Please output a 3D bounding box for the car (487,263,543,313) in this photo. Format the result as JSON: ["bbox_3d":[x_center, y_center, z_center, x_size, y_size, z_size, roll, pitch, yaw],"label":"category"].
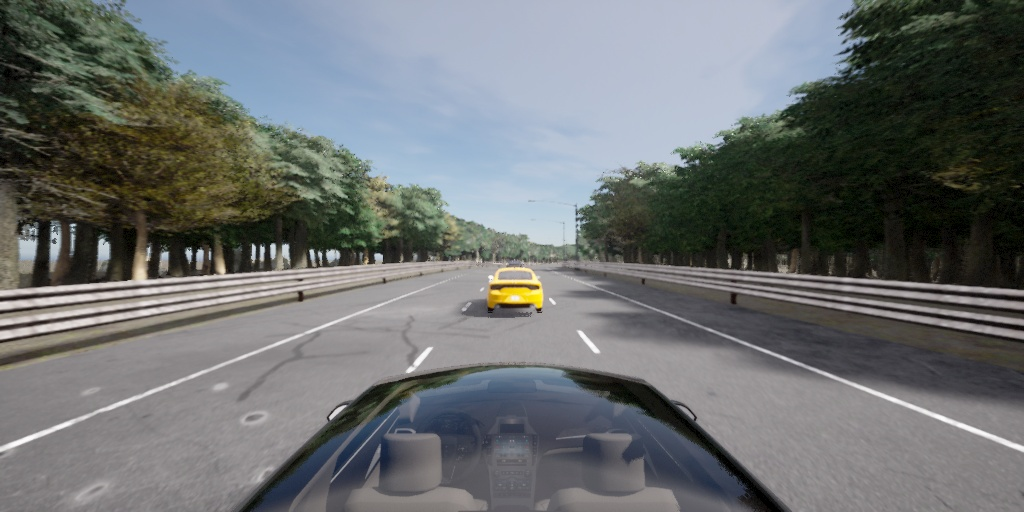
[{"bbox_3d":[0.100,1.183,13.851,1.882,1.535,5.008,0,0,0],"label":"car"}]

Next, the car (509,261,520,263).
[{"bbox_3d":[0.345,1.330,45.501,2.128,1.511,4.902,0,0,2],"label":"car"}]
